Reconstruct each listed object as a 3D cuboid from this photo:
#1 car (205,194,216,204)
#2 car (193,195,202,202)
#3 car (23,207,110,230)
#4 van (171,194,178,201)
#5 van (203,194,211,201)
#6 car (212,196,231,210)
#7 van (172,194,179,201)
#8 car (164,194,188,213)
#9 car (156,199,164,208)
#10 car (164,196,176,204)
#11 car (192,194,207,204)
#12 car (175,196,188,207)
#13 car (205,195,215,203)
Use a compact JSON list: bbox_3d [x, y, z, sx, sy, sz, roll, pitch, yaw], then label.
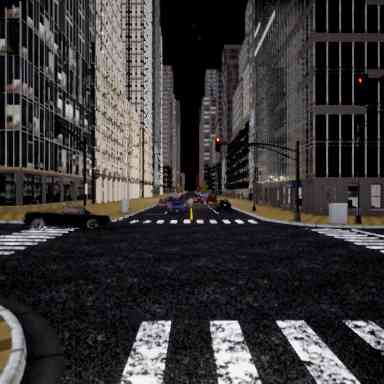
[{"bbox_3d":[3.732,1.300,63.900,2.192,1.841,5.009,0,0,0],"label":"car"},{"bbox_3d":[1.132,1.473,73.243,1.837,1.490,4.892,0,0,0],"label":"car"},{"bbox_3d":[-7.402,1.517,19.781,4.718,1.301,1.895,3,0,-23],"label":"car"},{"bbox_3d":[-4.232,1.304,80.443,1.690,1.788,3.998,0,0,0],"label":"van"},{"bbox_3d":[3.648,1.304,80.483,1.690,1.788,3.998,0,0,0],"label":"van"},{"bbox_3d":[3.892,1.570,41.791,1.947,1.339,4.313,0,0,0],"label":"car"},{"bbox_3d":[-4.260,1.297,85.971,1.690,1.788,3.998,0,0,0],"label":"van"},{"bbox_3d":[-1.549,1.359,36.353,2.097,1.767,4.553,0,0,0],"label":"car"},{"bbox_3d":[-4.065,1.583,47.278,1.802,1.307,4.206,0,0,0],"label":"car"},{"bbox_3d":[-4.149,1.551,63.860,1.947,1.339,4.313,0,0,0],"label":"car"},{"bbox_3d":[1.262,1.587,63.075,1.895,1.301,4.718,0,0,0],"label":"car"},{"bbox_3d":[-1.615,1.475,51.902,1.882,1.535,5.008,0,0,0],"label":"car"},{"bbox_3d":[3.704,1.418,69.428,1.967,1.590,4.097,0,0,0],"label":"car"}]
